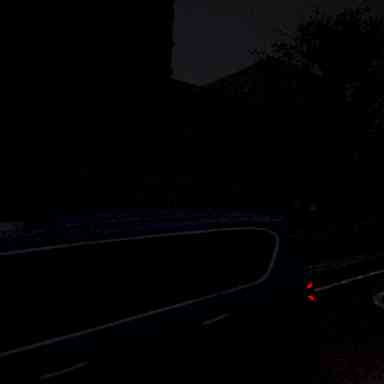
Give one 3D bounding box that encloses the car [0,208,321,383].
[{"bbox_3d":[-1.242,1.220,2.799,5.566,2.045,2.150,0,0,-35],"label":"car"}]
